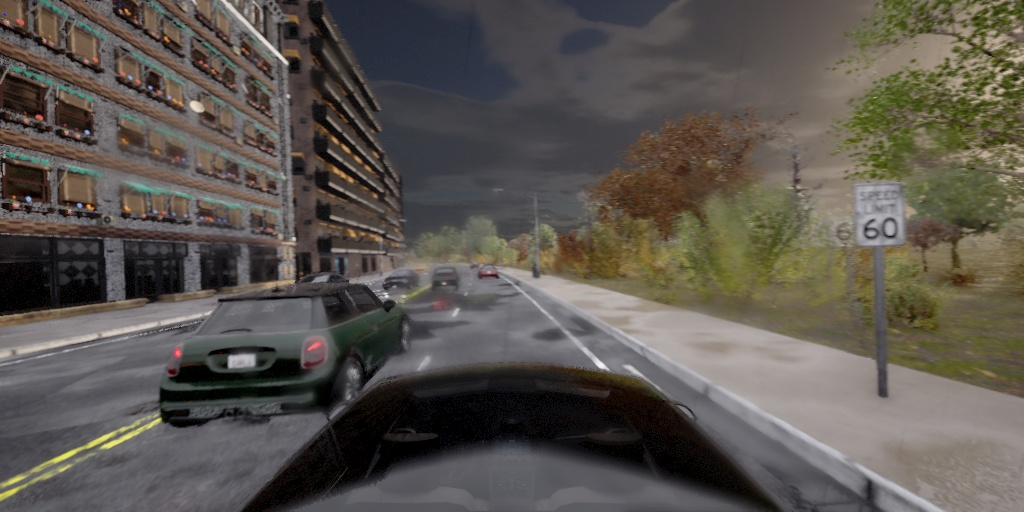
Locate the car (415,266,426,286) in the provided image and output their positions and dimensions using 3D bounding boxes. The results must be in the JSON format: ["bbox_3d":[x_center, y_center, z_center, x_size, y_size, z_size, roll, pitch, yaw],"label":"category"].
[{"bbox_3d":[-8.096,1.736,26.769,2.033,1.411,5.357,-2,0,-4],"label":"car"}]

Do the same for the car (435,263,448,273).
[{"bbox_3d":[-12.066,2.034,61.288,1.812,1.442,4.674,-2,0,-8],"label":"car"}]

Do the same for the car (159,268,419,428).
[{"bbox_3d":[-3.225,1.247,6.248,2.097,1.767,4.553,-2,0,-3],"label":"car"}]

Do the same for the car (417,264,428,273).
[{"bbox_3d":[-15.274,2.106,60.763,1.882,1.535,5.008,-2,0,-8],"label":"car"}]

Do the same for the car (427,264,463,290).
[{"bbox_3d":[-4.636,1.557,25.789,1.837,1.490,4.892,-2,0,-5],"label":"car"}]

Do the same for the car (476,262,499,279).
[{"bbox_3d":[-2.486,1.595,37.480,1.994,1.385,4.181,-2,0,-6],"label":"car"}]

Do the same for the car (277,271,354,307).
[{"bbox_3d":[-10.873,1.737,20.347,1.882,1.535,5.008,-2,0,-4],"label":"car"}]
